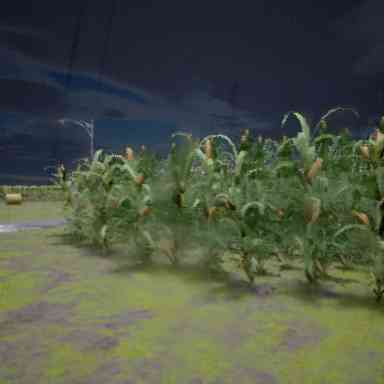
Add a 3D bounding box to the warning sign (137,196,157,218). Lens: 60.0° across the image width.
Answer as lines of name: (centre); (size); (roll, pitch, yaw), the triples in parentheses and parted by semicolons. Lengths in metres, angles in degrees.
warning sign: (-3.948, 1.324, 29.226); (1.300, 1.860, 1.060); (0, 0, 35)
